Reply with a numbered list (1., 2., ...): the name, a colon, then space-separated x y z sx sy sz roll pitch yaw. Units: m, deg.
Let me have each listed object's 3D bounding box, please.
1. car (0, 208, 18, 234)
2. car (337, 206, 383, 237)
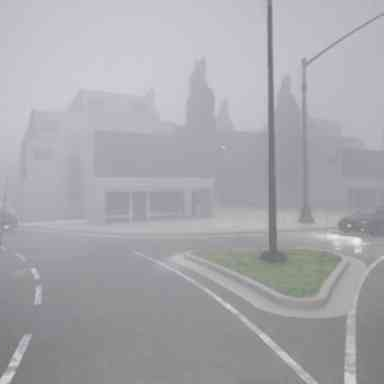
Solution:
1. car: -11.939 1.626 18.707 4.892 1.490 1.837 -1 0 27
2. car: 9.409 1.401 16.737 4.181 1.385 1.994 -1 0 -21
